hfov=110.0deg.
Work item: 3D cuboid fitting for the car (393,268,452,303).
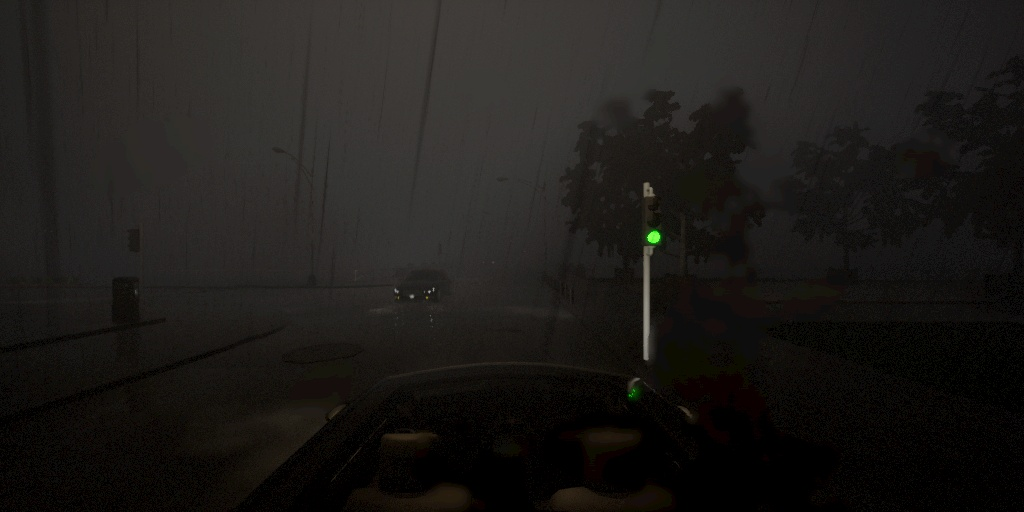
[{"bbox_3d":[-3.980,1.342,16.676,1.837,1.490,4.892,0,1,0],"label":"car"}]

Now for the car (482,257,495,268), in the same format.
[{"bbox_3d":[-3.929,1.022,60.891,2.097,1.767,4.553,0,0,0],"label":"car"}]
